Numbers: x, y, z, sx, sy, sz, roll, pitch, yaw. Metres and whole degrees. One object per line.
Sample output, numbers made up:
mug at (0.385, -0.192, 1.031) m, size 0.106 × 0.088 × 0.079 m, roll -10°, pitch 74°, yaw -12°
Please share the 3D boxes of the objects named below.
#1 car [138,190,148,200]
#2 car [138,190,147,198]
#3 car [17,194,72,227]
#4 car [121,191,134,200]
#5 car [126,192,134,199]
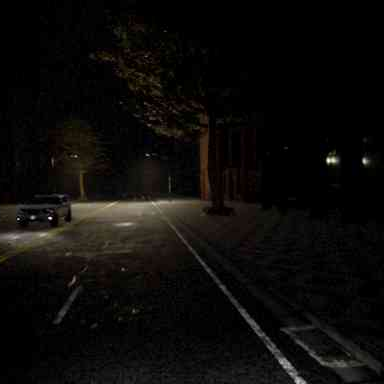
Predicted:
car at (-11.017, 0.936, 74.769) m, size 1.837 × 1.490 × 4.892 m, roll -1°, pitch 1°, yaw -8°
car at (-12.569, 0.506, 85.100) m, size 2.150 × 2.045 × 5.566 m, roll -1°, pitch 1°, yaw -8°
car at (-9.882, 1.181, 22.838) m, size 2.150 × 2.045 × 5.566 m, roll -1°, pitch 0°, yaw -6°
car at (-14.169, 1.008, 73.877) m, size 1.837 × 1.490 × 4.892 m, roll -1°, pitch 1°, yaw -8°
car at (-15.711, 0.822, 84.182) m, size 1.837 × 1.490 × 4.892 m, roll -1°, pitch 1°, yaw -8°
